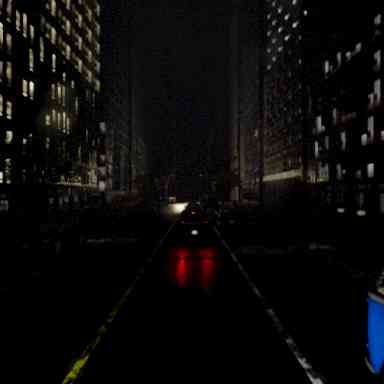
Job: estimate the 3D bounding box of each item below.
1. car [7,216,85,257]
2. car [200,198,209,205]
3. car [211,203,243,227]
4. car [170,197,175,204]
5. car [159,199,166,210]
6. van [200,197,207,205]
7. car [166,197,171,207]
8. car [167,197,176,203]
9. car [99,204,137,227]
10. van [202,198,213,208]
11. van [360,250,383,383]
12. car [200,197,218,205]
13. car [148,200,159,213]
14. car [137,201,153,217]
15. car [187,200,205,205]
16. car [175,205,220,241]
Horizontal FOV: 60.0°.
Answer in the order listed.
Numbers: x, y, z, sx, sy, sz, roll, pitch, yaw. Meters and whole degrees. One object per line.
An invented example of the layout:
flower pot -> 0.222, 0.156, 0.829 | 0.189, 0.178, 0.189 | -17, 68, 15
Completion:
car -> -5.682, 1.683, 13.435 | 2.008, 1.369, 4.403 | -1, -1, 0
car -> 2.777, 2.178, 75.943 | 1.967, 1.590, 4.097 | -1, -1, 0
car -> 2.714, 1.795, 24.791 | 2.008, 1.369, 4.403 | -1, -1, 0
car -> -5.602, 2.288, 75.952 | 2.008, 1.369, 4.403 | -1, -1, 0
car -> -5.631, 2.042, 53.049 | 1.752, 1.417, 4.829 | -1, -1, 0
van -> 2.784, 2.133, 81.627 | 1.690, 1.788, 3.998 | -1, -1, 0
car -> -5.617, 2.194, 64.586 | 1.947, 1.339, 4.313 | -1, -1, 0
car -> -5.582, 2.214, 93.005 | 2.192, 1.841, 5.009 | -1, -1, 0
car -> -5.667, 1.793, 24.801 | 2.008, 1.369, 4.403 | -1, -1, 0
van -> 2.755, 1.916, 58.894 | 1.690, 1.788, 3.998 | -1, -1, 0
van -> 2.683, 1.363, 2.060 | 1.690, 1.788, 3.998 | -1, -1, 0
car -> 2.740, 1.780, 47.527 | 2.192, 1.841, 5.009 | -1, -1, 0
car -> -5.646, 1.848, 41.853 | 1.967, 1.590, 4.097 | -1, -1, 0
car -> -5.652, 1.935, 36.168 | 1.802, 1.307, 4.206 | -1, -1, 0
car -> 0.142, 1.863, 34.426 | 1.812, 1.442, 4.674 | 0, -1, 0
car -> 0.122, 1.666, 17.727 | 2.128, 1.511, 4.902 | 0, -1, 0
